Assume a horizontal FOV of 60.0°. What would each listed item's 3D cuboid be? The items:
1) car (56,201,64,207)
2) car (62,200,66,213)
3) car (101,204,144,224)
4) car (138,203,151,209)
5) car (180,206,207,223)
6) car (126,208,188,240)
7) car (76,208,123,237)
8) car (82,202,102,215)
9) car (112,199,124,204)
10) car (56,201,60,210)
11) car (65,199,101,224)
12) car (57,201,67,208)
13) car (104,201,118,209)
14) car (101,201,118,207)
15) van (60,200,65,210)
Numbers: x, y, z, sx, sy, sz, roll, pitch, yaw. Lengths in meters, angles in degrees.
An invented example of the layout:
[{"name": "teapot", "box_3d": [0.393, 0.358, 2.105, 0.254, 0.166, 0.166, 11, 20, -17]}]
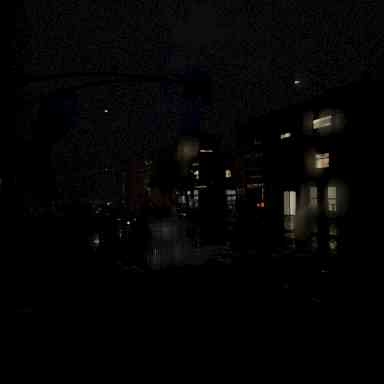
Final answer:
[{"name": "car", "box_3d": [-34.439, 3.024, 86.705, 1.752, 1.417, 4.829, -2, 0, -24]}, {"name": "car", "box_3d": [-14.344, 2.150, 40.524, 1.967, 1.590, 4.097, -2, 0, -24]}, {"name": "car", "box_3d": [-5.880, 1.992, 27.633, 2.033, 1.411, 5.357, -1, -1, -24]}, {"name": "car", "box_3d": [-6.630, 2.176, 43.864, 2.008, 1.369, 4.403, -2, 0, -24]}, {"name": "car", "box_3d": [-0.188, 1.926, 29.364, 2.008, 1.369, 4.403, -2, 0, -24]}, {"name": "car", "box_3d": [-2.132, 1.861, 19.040, 1.994, 1.385, 4.181, -1, -1, -24]}, {"name": "car", "box_3d": [-5.901, 1.940, 20.847, 1.947, 1.339, 4.313, -2, 0, -24]}, {"name": "car", "box_3d": [-13.976, 2.256, 46.369, 2.128, 1.511, 4.902, -1, -1, -23]}, {"name": "car", "box_3d": [-13.570, 2.213, 59.755, 2.192, 1.841, 5.009, -2, 0, -24]}, {"name": "car", "box_3d": [-23.465, 2.383, 61.492, 2.192, 1.841, 5.009, -2, 0, -24]}, {"name": "car", "box_3d": [-10.012, 1.851, 30.340, 2.192, 1.841, 5.009, -2, 0, -24]}, {"name": "car", "box_3d": [-30.087, 2.872, 76.712, 1.887, 1.381, 4.507, -2, 0, -24]}, {"name": "car", "box_3d": [-15.840, 2.512, 64.984, 1.752, 1.417, 4.829, -2, 0, -24]}, {"name": "car", "box_3d": [-9.909, 2.108, 36.914, 1.837, 1.490, 4.892, -1, -1, -23]}, {"name": "van", "box_3d": [-19.046, 2.236, 51.344, 1.690, 1.788, 3.998, -2, 0, -24]}]
